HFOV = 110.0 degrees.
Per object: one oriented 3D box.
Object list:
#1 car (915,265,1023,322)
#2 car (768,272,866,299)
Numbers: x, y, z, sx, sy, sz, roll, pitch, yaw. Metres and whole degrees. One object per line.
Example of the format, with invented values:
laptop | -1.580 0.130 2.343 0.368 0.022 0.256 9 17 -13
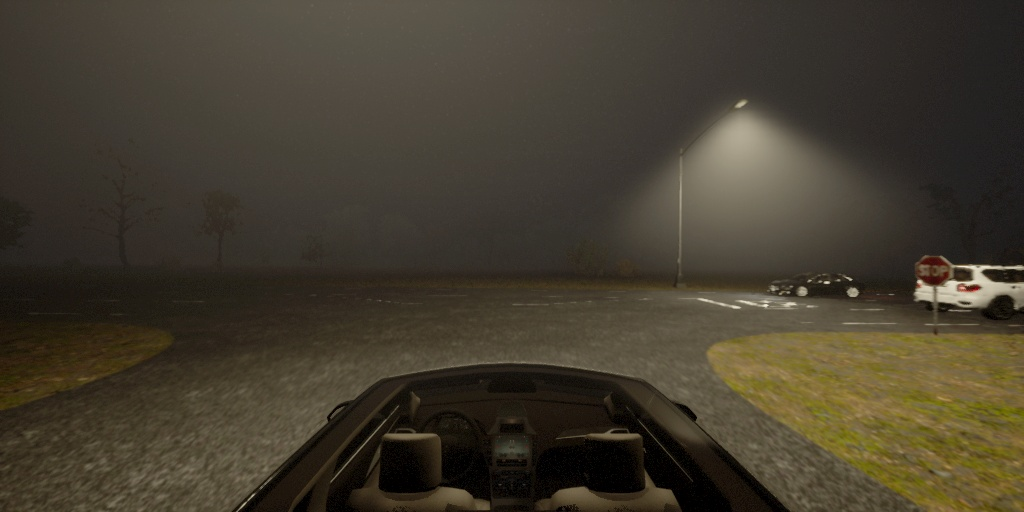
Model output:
car | 19.391 1.384 14.070 5.566 2.045 2.150 1 0 1
car | 17.807 1.715 21.089 4.892 1.490 1.837 -1 0 1
